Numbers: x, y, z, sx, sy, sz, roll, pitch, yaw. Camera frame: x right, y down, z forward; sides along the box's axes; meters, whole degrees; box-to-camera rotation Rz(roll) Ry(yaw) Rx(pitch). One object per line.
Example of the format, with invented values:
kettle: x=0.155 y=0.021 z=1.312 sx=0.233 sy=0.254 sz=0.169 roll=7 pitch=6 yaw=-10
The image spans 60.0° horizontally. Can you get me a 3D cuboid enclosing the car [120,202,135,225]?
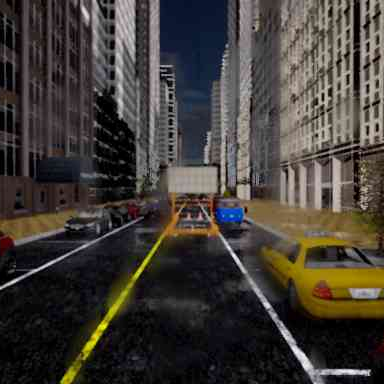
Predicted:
car: x=-5.695 y=1.619 z=24.351 sx=1.947 sy=1.339 sz=4.313 roll=-1 pitch=0 yaw=0

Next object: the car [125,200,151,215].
car: x=-5.694 y=1.628 z=35.719 sx=2.008 sy=1.369 sz=4.403 roll=-1 pitch=0 yaw=0

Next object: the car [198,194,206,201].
car: x=2.693 y=1.512 z=92.555 sx=2.192 sy=1.841 sz=5.009 roll=-1 pitch=0 yaw=0

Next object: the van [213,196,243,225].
van: x=2.683 y=1.394 z=24.351 sx=1.690 sy=1.788 sz=3.998 roll=-1 pitch=0 yaw=0

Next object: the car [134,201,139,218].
car: x=-5.694 y=1.610 z=30.035 sx=1.887 sy=1.381 sz=4.507 roll=-1 pitch=0 yaw=0

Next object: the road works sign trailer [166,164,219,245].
road works sign trailer: x=0.031 y=0.499 z=15.728 sx=2.380 sy=3.560 sz=2.880 roll=0 pitch=0 yaw=1

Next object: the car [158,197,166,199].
car: x=-5.691 y=1.665 z=52.770 sx=2.008 sy=1.369 sz=4.403 roll=-1 pitch=0 yaw=0

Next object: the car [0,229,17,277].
car: x=-5.699 y=1.456 z=7.301 sx=1.967 sy=1.590 sz=4.097 roll=-1 pitch=0 yaw=0

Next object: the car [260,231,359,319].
car: x=2.683 y=1.542 z=7.469 sx=1.752 sy=1.417 sz=4.829 roll=-1 pitch=0 yaw=0

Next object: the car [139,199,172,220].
car: x=-3.097 y=1.611 z=29.529 sx=2.033 sy=1.411 sz=5.357 roll=0 pitch=0 yaw=0

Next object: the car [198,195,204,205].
car: x=2.691 y=1.689 z=64.135 sx=2.008 sy=1.369 sz=4.403 roll=-1 pitch=0 yaw=0

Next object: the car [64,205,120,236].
car: x=-5.696 y=1.591 z=18.668 sx=2.008 sy=1.369 sz=4.403 roll=-1 pitch=0 yaw=0

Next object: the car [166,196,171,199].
car: x=-5.690 y=1.689 z=64.137 sx=2.008 sy=1.369 sz=4.403 roll=-1 pitch=0 yaw=0

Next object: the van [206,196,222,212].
van: x=2.686 y=1.431 z=41.402 sx=1.690 sy=1.788 sz=3.998 roll=-1 pitch=0 yaw=0

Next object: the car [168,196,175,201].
car: x=-5.686 y=1.722 z=92.385 sx=1.752 sy=1.417 sz=4.829 roll=-1 pitch=0 yaw=0

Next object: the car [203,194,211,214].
car: x=2.685 y=1.393 z=35.718 sx=2.192 sy=1.841 sz=5.009 roll=-1 pitch=0 yaw=0

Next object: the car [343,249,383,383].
car: x=2.681 y=1.444 z=1.616 sx=1.967 sy=1.590 sz=4.097 roll=-1 pitch=0 yaw=0
